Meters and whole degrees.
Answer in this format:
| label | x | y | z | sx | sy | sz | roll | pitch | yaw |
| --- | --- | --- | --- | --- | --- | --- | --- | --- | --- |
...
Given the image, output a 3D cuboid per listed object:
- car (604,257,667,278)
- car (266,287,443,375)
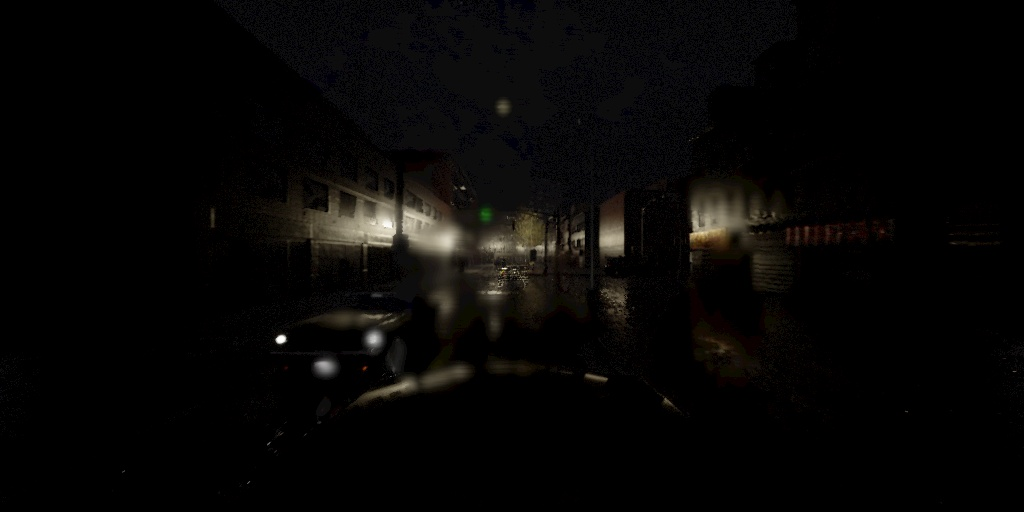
| label | x | y | z | sx | sy | sz | roll | pitch | yaw |
| --- | --- | --- | --- | --- | --- | --- | --- | --- | --- |
| car | 11.439 | 1.076 | 33.506 | 5.566 | 2.045 | 2.150 | 0 | 0 | 0 |
| car | -2.843 | 1.381 | 7.677 | 1.895 | 1.301 | 4.718 | 0 | 0 | 0 |
